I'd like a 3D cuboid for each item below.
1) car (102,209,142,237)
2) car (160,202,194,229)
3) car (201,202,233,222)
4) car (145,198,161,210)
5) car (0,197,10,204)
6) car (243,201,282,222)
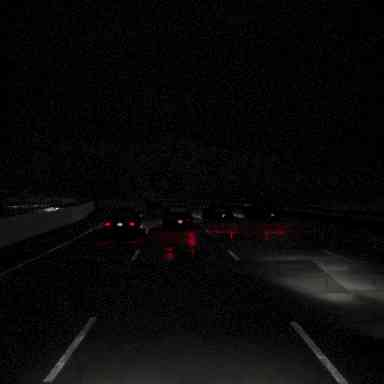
[{"bbox_3d":[-3.856,1.641,18.713,2.033,1.411,5.357,-1,0,-8],"label":"car"},{"bbox_3d":[-0.998,1.589,22.117,1.812,1.442,4.674,0,0,-7],"label":"car"},{"bbox_3d":[1.956,1.527,26.804,2.128,1.511,4.902,0,0,-9],"label":"car"},{"bbox_3d":[-5.351,1.654,46.514,1.882,1.535,5.008,0,0,-15],"label":"car"},{"bbox_3d":[-42.339,1.843,75.382,1.837,1.490,4.892,-1,0,-27],"label":"car"},{"bbox_3d":[5.519,1.479,26.537,2.128,1.511,4.902,0,0,-8],"label":"car"}]
